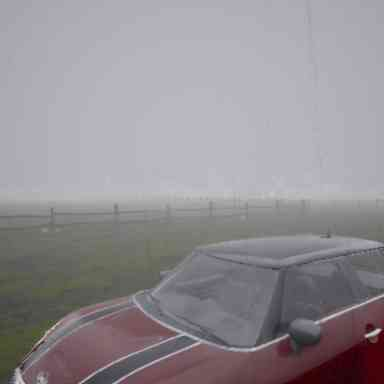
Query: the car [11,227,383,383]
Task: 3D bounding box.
[{"bbox_3d":[0.623,1.347,3.515,4.553,1.767,2.097,0,0,-35],"label":"car"}]
